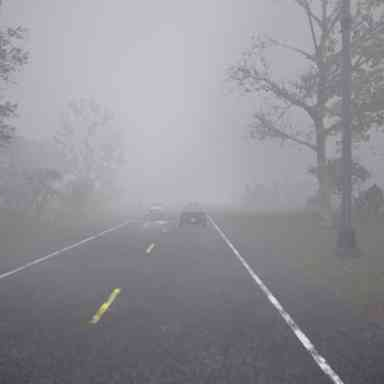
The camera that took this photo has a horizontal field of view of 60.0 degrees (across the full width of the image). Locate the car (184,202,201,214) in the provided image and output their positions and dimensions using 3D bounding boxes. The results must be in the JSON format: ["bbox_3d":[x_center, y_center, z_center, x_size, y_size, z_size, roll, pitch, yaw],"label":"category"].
[{"bbox_3d":[0.051,1.925,41.500,1.994,1.385,4.181,0,0,0],"label":"car"}]

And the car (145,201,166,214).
[{"bbox_3d":[-3.539,1.671,32.779,1.812,1.442,4.674,0,0,0],"label":"car"}]

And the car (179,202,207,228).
[{"bbox_3d":[0.071,1.700,24.408,1.882,1.535,5.008,0,0,0],"label":"car"}]
